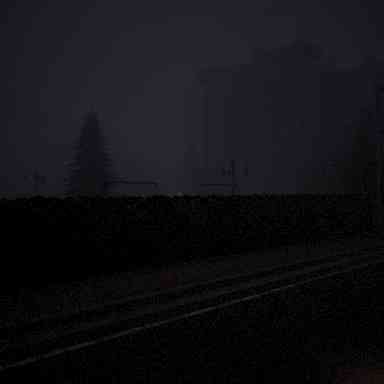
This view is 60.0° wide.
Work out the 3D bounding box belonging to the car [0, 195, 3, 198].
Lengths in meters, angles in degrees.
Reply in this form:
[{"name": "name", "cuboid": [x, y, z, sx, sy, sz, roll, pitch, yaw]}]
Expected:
[{"name": "car", "cuboid": [-40.344, 1.374, 67.378, 3.633, 1.501, 1.845, 0, 0, -38]}]
